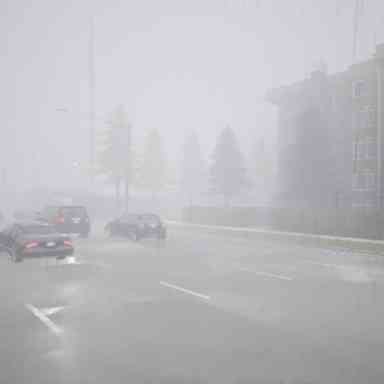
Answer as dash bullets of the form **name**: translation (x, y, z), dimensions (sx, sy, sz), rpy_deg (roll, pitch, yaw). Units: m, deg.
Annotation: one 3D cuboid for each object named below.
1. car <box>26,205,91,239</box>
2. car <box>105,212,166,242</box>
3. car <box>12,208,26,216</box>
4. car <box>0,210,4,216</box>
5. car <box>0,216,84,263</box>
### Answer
- **car**: translation (-8.328, 1.824, 20.941), dimensions (2.150, 2.045, 5.566), rpy_deg (3, -3, -41)
- **car**: translation (-3.621, 2.048, 20.842), dimensions (2.097, 1.767, 4.553), rpy_deg (3, -3, -41)
- **car**: translation (-19.863, 2.606, 39.575), dimensions (1.994, 1.385, 4.181), rpy_deg (3, -3, -41)
- **car**: translation (-22.283, 2.425, 37.029), dimensions (1.812, 1.442, 4.674), rpy_deg (3, -3, -41)
- **car**: translation (-6.620, 1.919, 13.608), dimensions (2.033, 1.411, 5.357), rpy_deg (3, -3, -41)
